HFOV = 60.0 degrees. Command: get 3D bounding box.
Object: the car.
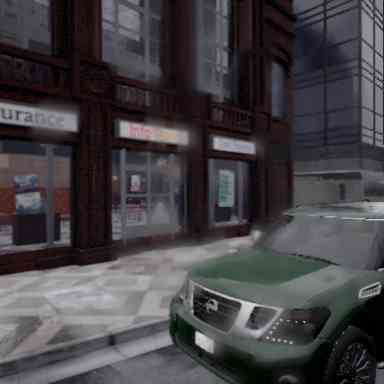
[{"bbox_3d":[2.377,1.201,5.072,5.566,2.045,2.150,0,0,-35],"label":"car"}]
